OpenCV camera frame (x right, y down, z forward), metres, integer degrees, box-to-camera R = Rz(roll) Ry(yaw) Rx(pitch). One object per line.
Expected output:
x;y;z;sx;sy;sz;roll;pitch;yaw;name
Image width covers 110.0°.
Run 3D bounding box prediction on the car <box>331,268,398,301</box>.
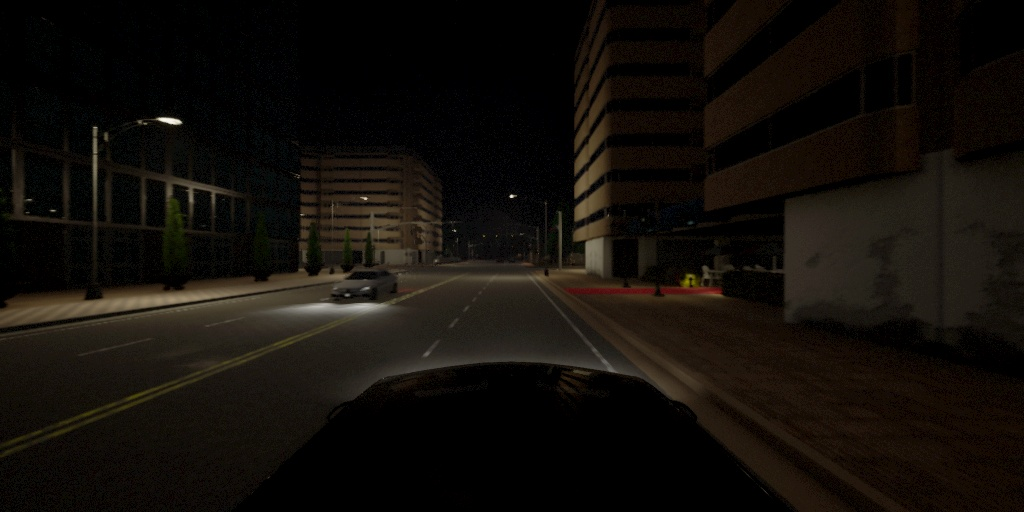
-6.984;1.352;17.533;1.812;1.442;4.674;0;1;0;car
